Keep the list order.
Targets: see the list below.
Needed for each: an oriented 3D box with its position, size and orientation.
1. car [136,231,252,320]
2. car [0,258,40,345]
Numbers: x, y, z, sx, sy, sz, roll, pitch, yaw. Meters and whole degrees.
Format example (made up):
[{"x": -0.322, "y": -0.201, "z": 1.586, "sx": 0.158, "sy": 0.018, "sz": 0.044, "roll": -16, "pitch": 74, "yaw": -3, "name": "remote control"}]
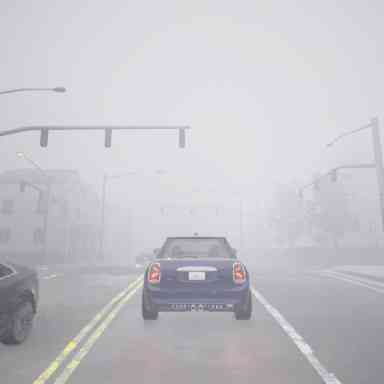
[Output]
[{"x": 0.085, "y": 1.807, "z": 8.233, "sx": 2.097, "sy": 1.767, "sz": 4.553, "roll": 0, "pitch": -7, "yaw": 0, "name": "car"}, {"x": -3.607, "y": 1.592, "z": 3.965, "sx": 2.128, "sy": 1.511, "sz": 4.902, "roll": 0, "pitch": -3, "yaw": 0, "name": "car"}]
